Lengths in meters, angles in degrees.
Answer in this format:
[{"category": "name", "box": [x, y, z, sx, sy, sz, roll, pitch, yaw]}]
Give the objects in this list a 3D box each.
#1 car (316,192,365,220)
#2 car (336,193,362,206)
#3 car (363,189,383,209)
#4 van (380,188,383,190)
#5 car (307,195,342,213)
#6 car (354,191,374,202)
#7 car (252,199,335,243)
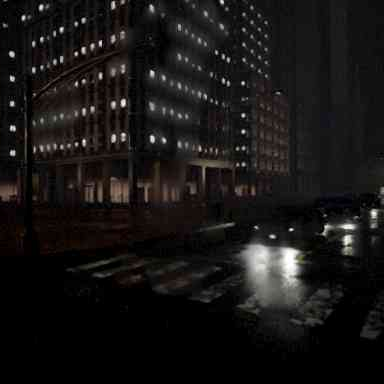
[{"category": "car", "box": [10.388, 1.031, 23.101, 1.882, 1.535, 5.008, 0, 1, 35]}, {"category": "car", "box": [18.449, 0.832, 38.993, 1.947, 1.339, 4.313, 1, 2, 35]}, {"category": "car", "box": [17.667, 0.839, 33.385, 1.837, 1.490, 4.892, 0, 2, 35]}, {"category": "van", "box": [41.247, -0.051, 71.289, 1.690, 1.788, 3.998, 1, 1, 35]}, {"category": "car", "box": [11.936, 1.022, 29.764, 1.947, 1.339, 4.313, 1, 2, 35]}, {"category": "car", "box": [24.963, 0.621, 48.222, 1.887, 1.381, 4.507, 1, 1, 35]}, {"category": "car", "box": [4.594, 1.271, 14.892, 2.033, 1.411, 5.357, 0, 1, 35]}]
